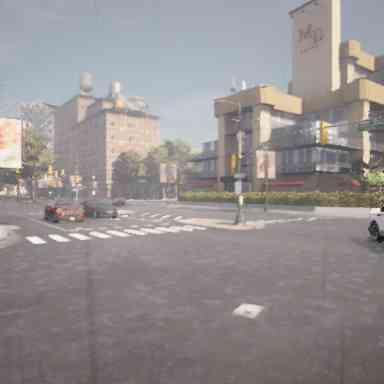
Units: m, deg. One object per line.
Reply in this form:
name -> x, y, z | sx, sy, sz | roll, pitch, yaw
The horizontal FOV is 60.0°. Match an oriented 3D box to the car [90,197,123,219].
car -> -8.121, 1.499, 29.292 | 1.837, 1.490, 4.892 | 0, 0, -35

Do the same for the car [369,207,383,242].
car -> 8.979, 1.212, 13.019 | 2.150, 2.045, 5.566 | 1, 0, 8

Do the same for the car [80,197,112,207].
car -> -15.125, 1.537, 52.294 | 5.357, 1.411, 2.033 | 0, 0, 39

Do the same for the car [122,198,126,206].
car -> -12.006, 1.588, 55.058 | 1.895, 1.301, 4.718 | 0, 0, -15

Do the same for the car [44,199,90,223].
car -> -9.915, 1.349, 25.788 | 2.097, 1.767, 4.553 | 0, 0, -36
